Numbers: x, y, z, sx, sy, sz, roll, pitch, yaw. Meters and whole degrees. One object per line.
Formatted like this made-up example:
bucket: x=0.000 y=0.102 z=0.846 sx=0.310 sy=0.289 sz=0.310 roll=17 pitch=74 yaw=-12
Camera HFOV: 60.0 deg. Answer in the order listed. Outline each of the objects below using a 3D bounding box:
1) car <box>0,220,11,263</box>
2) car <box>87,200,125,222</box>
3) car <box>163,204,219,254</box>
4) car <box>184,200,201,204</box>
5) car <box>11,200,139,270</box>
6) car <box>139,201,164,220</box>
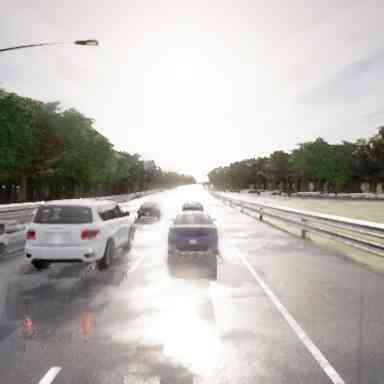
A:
car: x=-6.957 y=1.638 z=11.883 sx=1.895 sy=1.301 sz=4.718 roll=0 pitch=0 yaw=0
car: x=-6.951 y=1.481 z=27.477 sx=1.837 sy=1.490 sz=4.892 roll=0 pitch=1 yaw=0
car: x=0.057 y=1.513 z=13.716 sx=1.882 sy=1.535 sz=5.008 roll=0 pitch=0 yaw=0
car: x=0.058 y=1.445 z=28.651 sx=1.882 sy=1.535 sz=5.008 roll=0 pitch=1 yaw=0
car: x=-3.463 y=1.260 z=11.300 sx=2.150 sy=2.045 sz=5.566 roll=0 pitch=0 yaw=1
car: x=-3.447 y=1.496 z=28.139 sx=1.812 sy=1.442 sz=4.674 roll=0 pitch=1 yaw=0
